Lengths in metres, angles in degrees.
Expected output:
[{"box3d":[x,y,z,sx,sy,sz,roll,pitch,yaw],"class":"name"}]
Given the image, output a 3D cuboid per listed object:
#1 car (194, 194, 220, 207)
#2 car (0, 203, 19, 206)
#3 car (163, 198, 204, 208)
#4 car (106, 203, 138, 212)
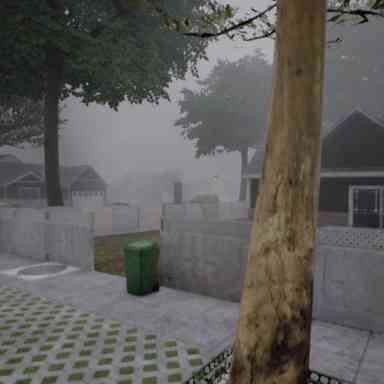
[{"box3d":[1.458,1.328,41.881,2.150,2.045,5.566,1,0,35],"class":"car"},{"box3d":[-12.734,1.516,21.492,1.837,1.490,4.892,1,0,35],"class":"car"},{"box3d":[-1.205,1.609,32.923,1.837,1.490,4.892,1,0,35],"class":"car"},{"box3d":[-6.963,1.650,29.792,1.895,1.301,4.718,1,0,35],"class":"car"}]
